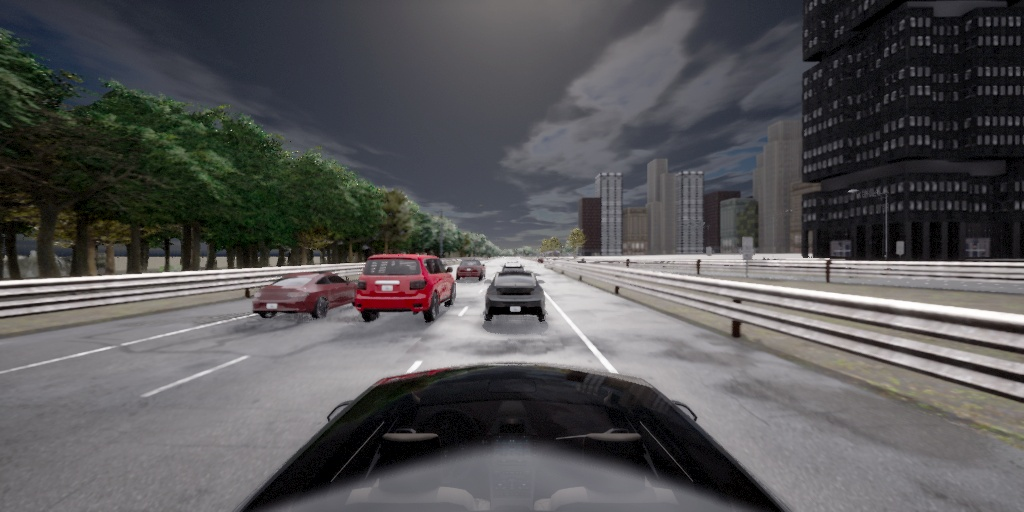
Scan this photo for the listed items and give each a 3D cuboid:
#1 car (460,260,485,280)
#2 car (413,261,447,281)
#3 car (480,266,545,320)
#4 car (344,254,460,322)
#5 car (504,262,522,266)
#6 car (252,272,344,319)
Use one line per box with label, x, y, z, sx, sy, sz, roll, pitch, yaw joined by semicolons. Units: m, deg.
car;-3.408;1.078;30.439;2.097;1.767;4.553;0;0;0
car;-6.908;1.231;30.755;1.837;1.490;4.892;0;0;0
car;0.096;1.252;12.553;1.837;1.490;4.892;0;0;0
car;-3.404;0.968;12.462;2.150;2.045;5.566;0;0;0
car;0.092;1.218;30.625;2.128;1.511;4.902;0;0;0
car;-6.905;1.273;12.621;1.812;1.442;4.674;0;0;0
